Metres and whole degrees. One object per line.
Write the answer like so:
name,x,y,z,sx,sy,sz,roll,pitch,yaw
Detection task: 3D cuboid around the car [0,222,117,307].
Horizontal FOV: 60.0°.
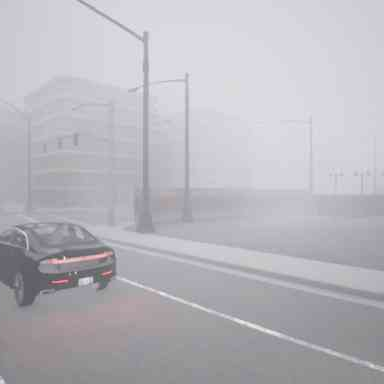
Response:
car,-3.683,1.489,8.121,2.128,1.511,4.902,0,0,-43
